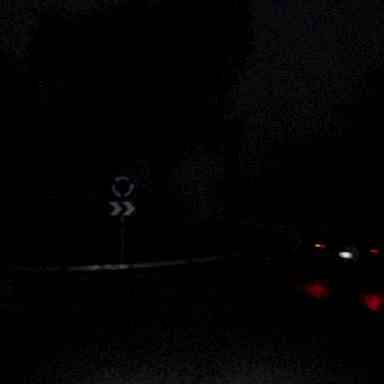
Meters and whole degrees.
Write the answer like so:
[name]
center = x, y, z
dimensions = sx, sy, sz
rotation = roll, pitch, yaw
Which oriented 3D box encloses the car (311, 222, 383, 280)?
[car]
center = 5.217, 1.640, 10.364
dimensions = 1.994, 1.385, 4.181
rotation = 0, 0, 36
